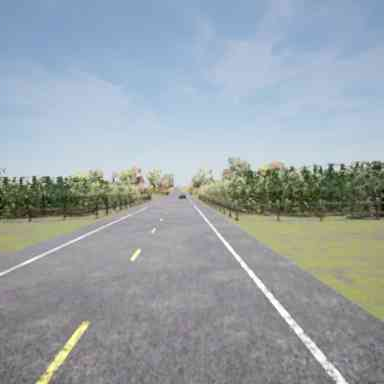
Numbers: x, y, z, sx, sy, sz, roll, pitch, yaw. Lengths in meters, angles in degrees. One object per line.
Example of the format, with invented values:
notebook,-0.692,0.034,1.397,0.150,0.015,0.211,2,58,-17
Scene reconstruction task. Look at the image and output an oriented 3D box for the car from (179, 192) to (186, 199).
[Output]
car,-2.503,1.175,89.110,1.837,1.490,4.892,-1,0,-2
